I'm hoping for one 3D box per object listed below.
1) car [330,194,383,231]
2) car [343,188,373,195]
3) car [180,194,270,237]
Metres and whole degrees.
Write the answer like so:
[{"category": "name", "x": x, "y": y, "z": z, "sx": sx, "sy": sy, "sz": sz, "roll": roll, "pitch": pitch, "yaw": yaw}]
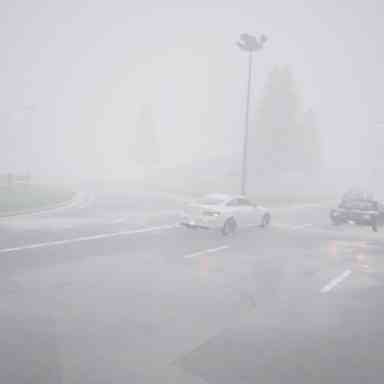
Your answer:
[{"category": "car", "x": 8.443, "y": 1.022, "z": 16.424, "sx": 1.895, "sy": 1.301, "sz": 4.718, "roll": 5, "pitch": 4, "yaw": 39}, {"category": "car", "x": 15.271, "y": 0.419, "z": 30.523, "sx": 2.128, "sy": 1.511, "sz": 4.902, "roll": 5, "pitch": 4, "yaw": 38}, {"category": "car", "x": 1.464, "y": 0.797, "z": 13.286, "sx": 1.812, "sy": 1.442, "sz": 4.674, "roll": 5, "pitch": 4, "yaw": 38}]
